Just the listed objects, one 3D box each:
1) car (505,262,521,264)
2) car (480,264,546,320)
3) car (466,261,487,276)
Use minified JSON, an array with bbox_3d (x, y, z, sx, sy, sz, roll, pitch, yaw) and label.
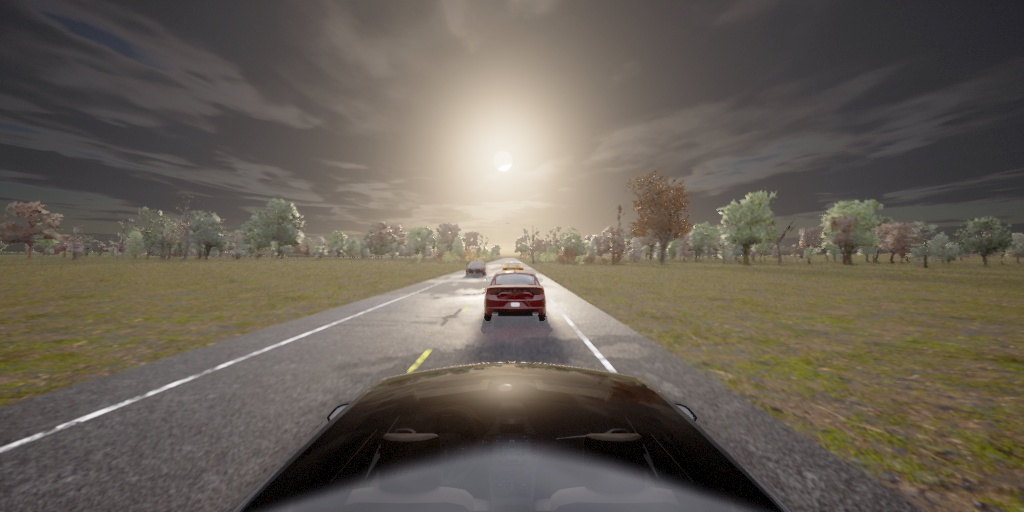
[{"bbox_3d":[0.088,1.232,31.070,1.882,1.535,5.008,0,0,0],"label":"car"},{"bbox_3d":[0.095,1.229,12.678,1.882,1.535,5.008,0,0,0],"label":"car"},{"bbox_3d":[-3.607,1.233,37.018,1.882,1.535,5.008,0,0,0],"label":"car"}]
